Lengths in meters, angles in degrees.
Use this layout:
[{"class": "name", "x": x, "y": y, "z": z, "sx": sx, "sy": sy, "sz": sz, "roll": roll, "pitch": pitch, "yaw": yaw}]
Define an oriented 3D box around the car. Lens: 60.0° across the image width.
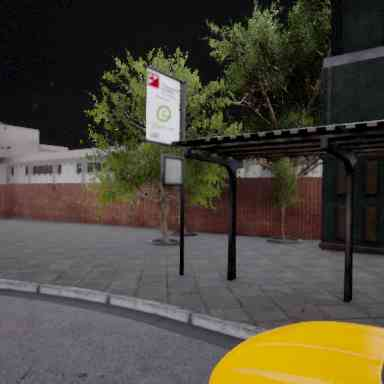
[{"class": "car", "x": 2.382, "y": 1.478, "z": 1.622, "sx": 5.008, "sy": 1.535, "sz": 1.882, "roll": 0, "pitch": 0, "yaw": 35}]
